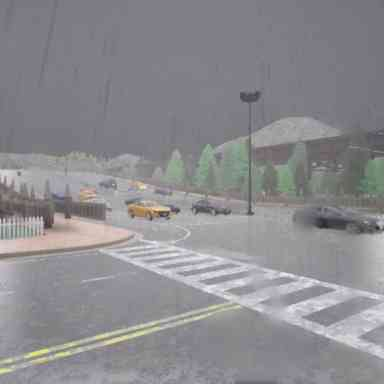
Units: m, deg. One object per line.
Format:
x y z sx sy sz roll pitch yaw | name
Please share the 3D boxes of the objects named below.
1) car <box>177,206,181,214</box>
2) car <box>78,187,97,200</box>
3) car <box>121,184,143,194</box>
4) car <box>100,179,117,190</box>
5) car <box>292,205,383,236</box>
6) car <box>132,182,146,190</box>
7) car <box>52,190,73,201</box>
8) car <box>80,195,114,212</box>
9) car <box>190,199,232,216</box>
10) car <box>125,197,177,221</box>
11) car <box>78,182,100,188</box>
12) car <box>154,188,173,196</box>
-3.244 1.539 33.220 2.033 1.411 5.357 0 0 -37 | car
-15.389 0.610 49.319 1.882 1.535 5.008 0 5 -37 | car
-11.528 -0.064 61.964 1.895 1.301 4.718 0 7 -37 | car
-17.648 -1.706 69.989 2.150 2.045 5.566 0 7 -37 | car
7.941 1.491 18.493 2.128 1.511 4.902 0 0 -37 | car
-11.950 -1.425 74.018 1.882 1.535 5.008 0 7 -37 | car
-18.611 0.545 47.785 1.882 1.535 5.008 0 5 -37 | car
-10.380 1.406 36.865 1.812 1.442 4.674 0 2 -37 | car
1.790 1.495 32.378 1.837 1.490 4.892 0 1 -37 | car
-3.632 1.474 27.939 1.882 1.535 5.008 0 0 -37 | car
-18.938 -0.646 60.005 2.097 1.767 4.553 0 7 -37 | car
-5.686 -0.126 65.843 2.128 1.511 4.902 0 7 -37 | car
